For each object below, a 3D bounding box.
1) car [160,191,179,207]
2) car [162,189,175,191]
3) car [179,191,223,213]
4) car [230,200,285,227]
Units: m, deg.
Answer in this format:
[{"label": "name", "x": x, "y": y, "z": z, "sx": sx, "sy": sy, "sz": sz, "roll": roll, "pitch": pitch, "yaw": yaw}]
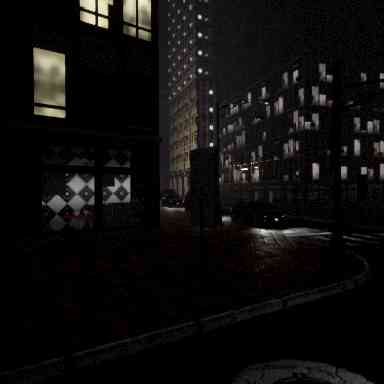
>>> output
[{"label": "car", "x": -2.403, "y": 1.036, "z": 40.680, "sx": 1.837, "sy": 1.490, "sz": 4.892, "roll": -1, "pitch": 1, "yaw": -18}, {"label": "car", "x": -4.054, "y": 0.537, "z": 54.641, "sx": 2.150, "sy": 2.045, "sz": 5.566, "roll": -1, "pitch": 1, "yaw": -18}, {"label": "car", "x": 0.898, "y": 0.895, "z": 30.955, "sx": 2.150, "sy": 2.045, "sz": 5.566, "roll": -1, "pitch": 1, "yaw": -19}, {"label": "car", "x": 4.106, "y": 1.315, "z": 21.553, "sx": 1.837, "sy": 1.490, "sz": 4.892, "roll": -1, "pitch": 1, "yaw": -19}]
